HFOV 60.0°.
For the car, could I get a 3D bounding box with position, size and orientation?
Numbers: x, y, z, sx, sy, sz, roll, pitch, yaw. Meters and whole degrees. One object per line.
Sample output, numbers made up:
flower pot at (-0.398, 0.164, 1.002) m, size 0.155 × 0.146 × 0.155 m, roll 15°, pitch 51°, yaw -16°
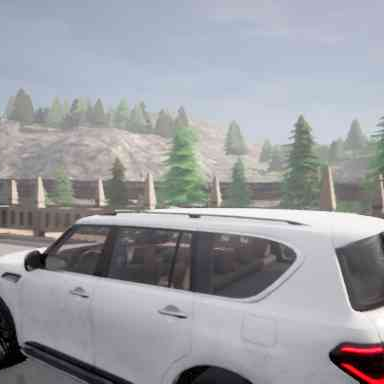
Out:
car at (-0.445, 1.204, 4.084) m, size 5.566 × 2.045 × 2.150 m, roll 0°, pitch 0°, yaw 34°
